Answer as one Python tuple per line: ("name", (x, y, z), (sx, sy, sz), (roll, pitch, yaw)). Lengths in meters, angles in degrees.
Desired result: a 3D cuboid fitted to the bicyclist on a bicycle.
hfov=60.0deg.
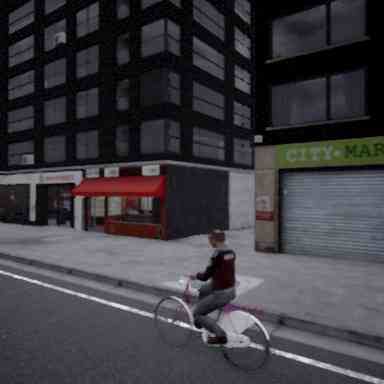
("bicyclist on a bicycle", (0.169, 1.383, 4.542), (1.843, 1.776, 0.659), (0, 0, 36))
